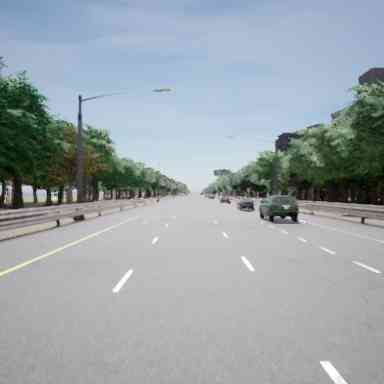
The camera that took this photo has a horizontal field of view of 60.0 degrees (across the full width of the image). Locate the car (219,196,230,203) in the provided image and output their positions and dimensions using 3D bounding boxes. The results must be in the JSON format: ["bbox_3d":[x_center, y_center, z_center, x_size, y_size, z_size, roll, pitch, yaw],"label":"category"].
[{"bbox_3d":[7.302,1.652,74.835,2.097,1.767,4.553,0,0,0],"label":"car"}]

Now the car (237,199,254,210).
[{"bbox_3d":[7.106,1.657,44.468,1.837,1.490,4.892,0,0,0],"label":"car"}]

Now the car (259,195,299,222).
[{"bbox_3d":[7.038,1.300,27.383,2.150,2.045,5.566,0,0,0],"label":"car"}]
